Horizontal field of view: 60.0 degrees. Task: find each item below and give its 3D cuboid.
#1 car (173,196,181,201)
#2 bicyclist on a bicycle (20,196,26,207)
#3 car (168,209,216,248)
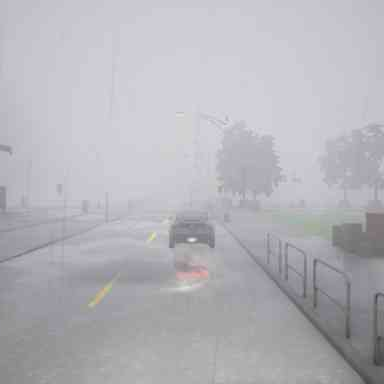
[{"bbox_3d":[-4.000,1.588,87.985,1.895,1.301,4.718,0,0,0],"label":"car"},{"bbox_3d":[-24.026,1.347,47.221,0.582,1.620,1.656,0,0,0],"label":"bicyclist on a bicycle"},{"bbox_3d":[0.000,1.515,14.650,1.837,1.490,4.892,0,0,0],"label":"car"}]
